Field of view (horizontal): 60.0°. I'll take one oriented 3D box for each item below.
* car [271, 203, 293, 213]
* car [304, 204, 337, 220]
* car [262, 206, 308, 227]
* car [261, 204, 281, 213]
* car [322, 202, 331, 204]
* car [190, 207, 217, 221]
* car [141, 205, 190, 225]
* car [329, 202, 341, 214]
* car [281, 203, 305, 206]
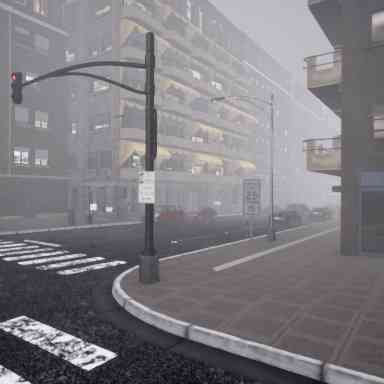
[{"bbox_3d":[13.755,2.406,50.658,1.752,1.417,4.829,-1,-1,35],"label":"car"},{"bbox_3d":[14.211,2.297,36.733,1.947,1.339,4.313,-1,-2,35],"label":"car"},{"bbox_3d":[7.740,2.096,27.409,1.947,1.339,4.313,-1,-2,35],"label":"car"},{"bbox_3d":[10.616,2.328,46.135,1.887,1.381,4.507,-1,-1,35],"label":"car"},{"bbox_3d":[22.538,2.640,53.193,1.895,1.301,4.718,0,-1,35],"label":"car"},{"bbox_3d":[0.911,2.064,32.150,1.802,1.307,4.206,-1,-1,35],"label":"car"},{"bbox_3d":[-2.324,1.822,27.492,1.967,1.590,4.097,-1,-1,35],"label":"car"},{"bbox_3d":[20.779,2.460,46.197,1.752,1.417,4.829,-1,-2,35],"label":"car"},{"bbox_3d":[12.430,2.079,38.627,2.097,1.767,4.553,0,-1,35],"label":"car"}]
